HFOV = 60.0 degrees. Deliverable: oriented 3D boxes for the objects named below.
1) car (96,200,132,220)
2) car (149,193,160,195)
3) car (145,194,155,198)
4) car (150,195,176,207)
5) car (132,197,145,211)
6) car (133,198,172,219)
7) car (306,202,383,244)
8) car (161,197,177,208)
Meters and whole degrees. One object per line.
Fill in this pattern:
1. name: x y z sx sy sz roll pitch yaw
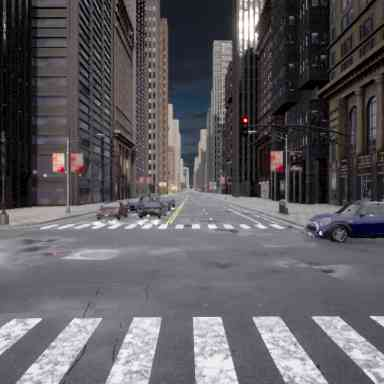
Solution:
1. car: -6.631 1.519 28.074 1.812 1.442 4.674 0 0 0
2. car: -6.631 1.188 57.872 2.150 2.045 5.566 0 0 1
3. car: -6.656 1.485 47.422 1.837 1.490 4.892 0 0 0
4. car: -3.393 1.478 39.247 2.128 1.511 4.902 0 0 0
5. car: -6.644 1.588 37.182 1.895 1.301 4.718 0 0 0
6. car: -3.358 1.540 29.508 2.033 1.411 5.357 0 0 4
7. car: 7.471 1.232 14.726 4.553 1.767 2.097 -1 0 0
8. car: -3.413 1.525 49.799 2.033 1.411 5.357 0 0 0
